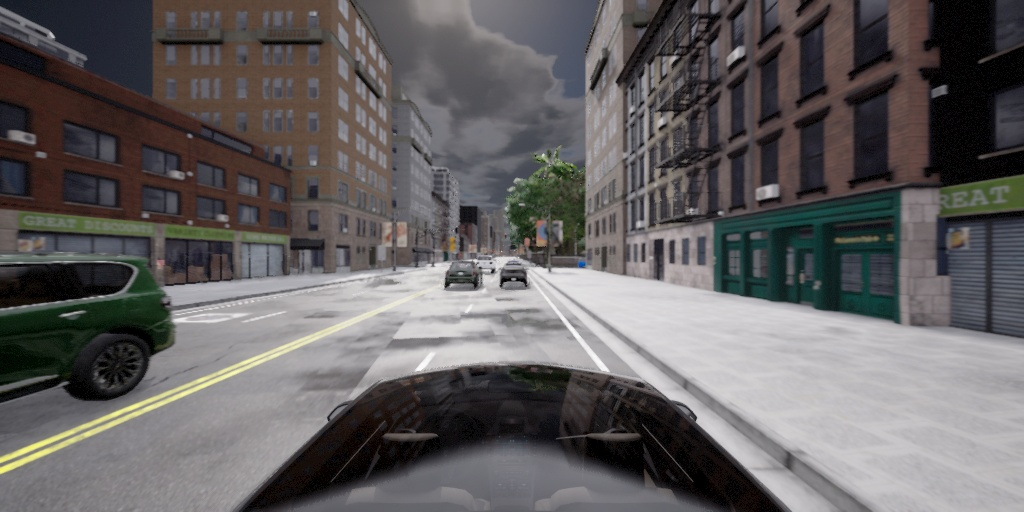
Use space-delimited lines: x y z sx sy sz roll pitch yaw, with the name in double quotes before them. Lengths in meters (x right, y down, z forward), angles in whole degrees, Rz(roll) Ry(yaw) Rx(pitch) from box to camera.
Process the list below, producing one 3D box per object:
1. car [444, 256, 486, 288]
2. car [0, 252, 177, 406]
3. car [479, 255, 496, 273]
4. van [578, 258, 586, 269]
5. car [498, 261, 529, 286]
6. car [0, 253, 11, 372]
"car" -3.142 1.097 24.093 2.097 1.767 4.553 0 0 0
"car" -6.580 0.971 3.511 2.150 2.045 5.566 0 0 0
"car" -3.133 0.960 43.029 2.150 2.045 5.566 0 0 0
"van" 12.182 1.142 55.429 3.998 1.789 1.690 0 0 1
"car" 0.109 1.247 25.032 1.837 1.490 4.892 0 0 0
"car" -9.830 0.971 3.471 2.150 2.045 5.566 0 0 0
